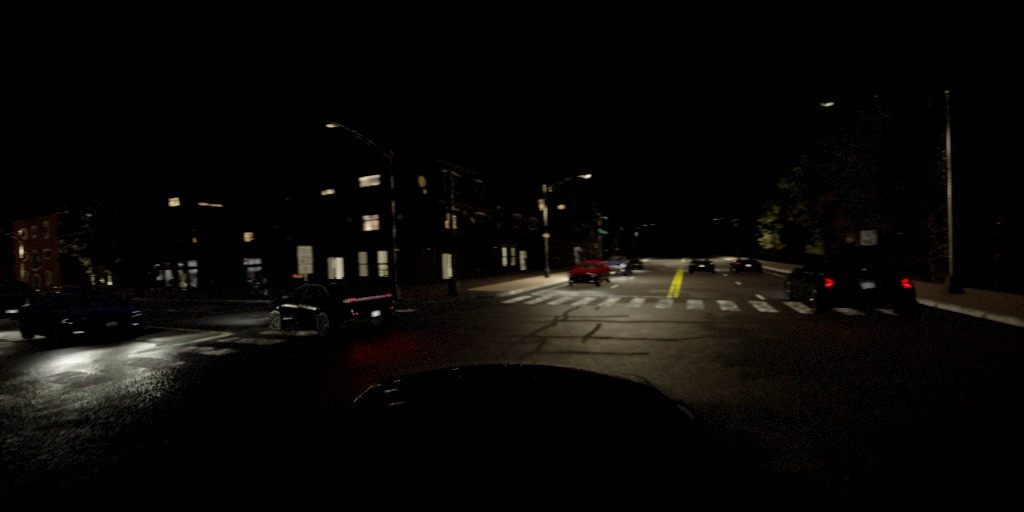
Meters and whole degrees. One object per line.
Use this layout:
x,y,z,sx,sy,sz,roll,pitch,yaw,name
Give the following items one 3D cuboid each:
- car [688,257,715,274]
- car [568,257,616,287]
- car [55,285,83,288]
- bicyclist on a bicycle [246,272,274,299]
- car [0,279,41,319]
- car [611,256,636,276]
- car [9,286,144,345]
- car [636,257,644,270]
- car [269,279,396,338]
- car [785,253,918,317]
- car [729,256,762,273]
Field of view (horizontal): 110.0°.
16.607,0.769,31.531,1.994,1.385,4.181,-2,0,26,car
5.058,1.045,23.075,1.882,1.535,5.008,-2,0,26,car
-34.385,2.940,27.815,4.403,1.370,2.007,0,0,25,car
-15.709,1.796,22.344,0.582,1.620,1.656,-3,1,25,bicyclist on a bicycle
-23.965,2.141,16.556,5.566,2.045,2.150,-3,0,25,car
9.350,0.778,31.878,2.097,1.767,4.553,-2,0,26,car
-14.791,1.965,12.300,5.008,1.535,1.882,-3,0,26,car
14.067,0.818,41.404,2.033,1.411,5.357,-2,0,26,car
-5.634,1.481,10.987,4.902,1.511,2.128,-4,-1,35,car
10.502,0.769,11.551,2.097,1.767,4.553,-2,0,26,car
19.539,0.681,30.132,1.994,1.385,4.181,-2,0,26,car
